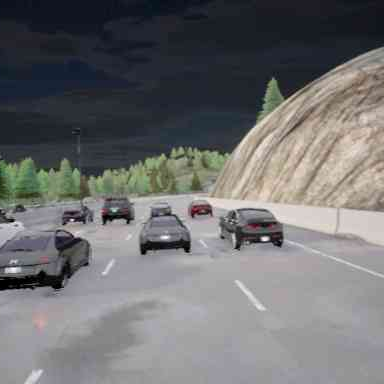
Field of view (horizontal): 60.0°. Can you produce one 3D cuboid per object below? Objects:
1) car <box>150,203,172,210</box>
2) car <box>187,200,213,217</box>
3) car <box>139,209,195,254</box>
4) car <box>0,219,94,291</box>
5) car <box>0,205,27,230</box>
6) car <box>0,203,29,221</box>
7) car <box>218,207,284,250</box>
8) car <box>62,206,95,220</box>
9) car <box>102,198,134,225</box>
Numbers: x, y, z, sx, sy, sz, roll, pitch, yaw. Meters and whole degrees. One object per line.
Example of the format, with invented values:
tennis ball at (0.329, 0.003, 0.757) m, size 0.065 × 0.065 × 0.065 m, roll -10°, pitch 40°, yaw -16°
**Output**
car at (-2.746, 1.673, 29.828) m, size 1.812 × 1.442 × 4.674 m, roll -3°, pitch 0°, yaw -6°
car at (0.685, 1.475, 30.714) m, size 1.882 × 1.535 × 5.008 m, roll -3°, pitch 0°, yaw -6°
car at (-1.166, 1.628, 14.044) m, size 1.994 × 1.385 × 4.181 m, roll -3°, pitch 0°, yaw -6°
car at (-4.249, 1.760, 9.569) m, size 1.994 × 1.385 × 4.181 m, roll -3°, pitch 0°, yaw -5°
car at (-8.015, 1.584, 12.077) m, size 2.150 × 2.045 × 5.566 m, roll -3°, pitch 0°, yaw -5°
car at (-21.474, 2.331, 39.633) m, size 2.097 × 1.767 × 4.553 m, roll -3°, pitch 0°, yaw -6°
car at (2.337, 1.414, 14.124) m, size 1.837 × 1.490 × 4.892 m, roll -3°, pitch 0°, yaw -6°
car at (-9.627, 1.954, 28.395) m, size 1.837 × 1.490 × 4.892 m, roll -2°, pitch 0°, yaw -6°
car at (-6.038, 1.510, 27.505) m, size 2.150 × 2.045 × 5.566 m, roll -3°, pitch 0°, yaw -6°
